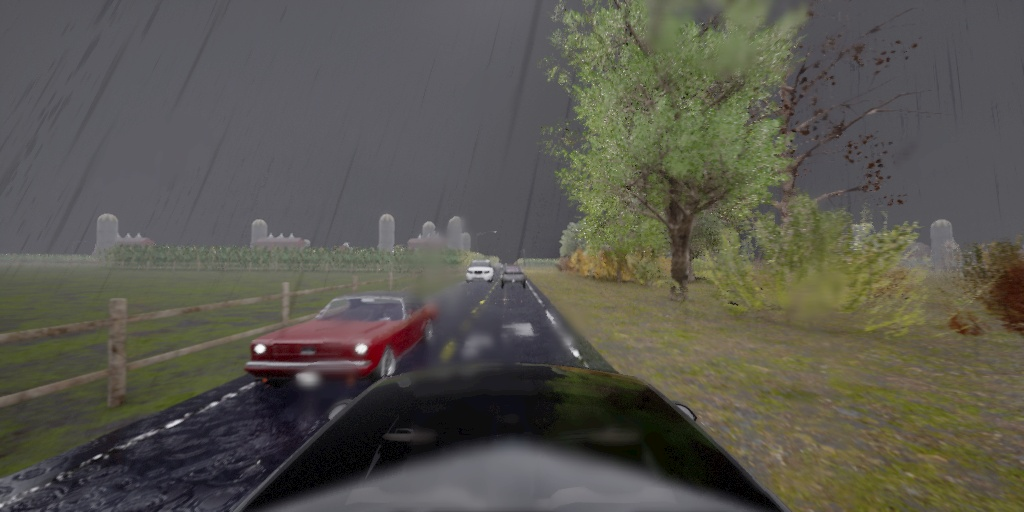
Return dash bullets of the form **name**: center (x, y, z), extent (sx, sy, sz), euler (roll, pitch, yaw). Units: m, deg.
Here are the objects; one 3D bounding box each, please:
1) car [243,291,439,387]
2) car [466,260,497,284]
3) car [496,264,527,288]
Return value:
- **car**: center (-2.847, 1.425, 7.214), extent (1.895, 1.301, 4.718), euler (0, -1, 0)
- **car**: center (-2.854, 1.392, 32.966), extent (2.150, 2.045, 5.566), euler (0, -1, 0)
- **car**: center (0.099, 1.593, 27.739), extent (2.128, 1.511, 4.902), euler (0, -1, 0)
